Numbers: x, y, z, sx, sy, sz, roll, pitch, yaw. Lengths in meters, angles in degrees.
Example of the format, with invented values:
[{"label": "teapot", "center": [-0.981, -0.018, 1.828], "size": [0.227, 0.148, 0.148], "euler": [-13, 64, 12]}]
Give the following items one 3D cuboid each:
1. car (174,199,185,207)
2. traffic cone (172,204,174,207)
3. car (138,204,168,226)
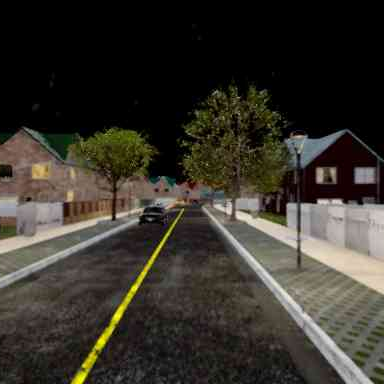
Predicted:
[{"label": "car", "center": [-2.473, 2.181, 65.624], "size": [1.882, 1.535, 5.008], "euler": [0, -1, 3]}, {"label": "traffic cone", "center": [-3.780, 2.526, 58.953], "size": [0.340, 0.580, 0.340], "euler": [0, -1, 1]}, {"label": "car", "center": [-2.837, 1.697, 24.991], "size": [1.837, 1.490, 4.892], "euler": [0, -1, 0]}]
